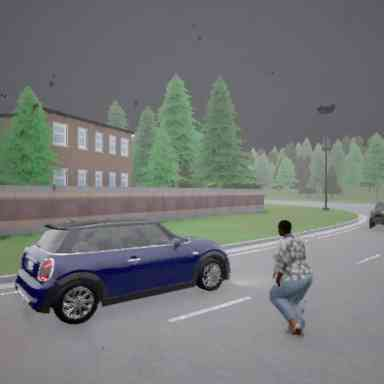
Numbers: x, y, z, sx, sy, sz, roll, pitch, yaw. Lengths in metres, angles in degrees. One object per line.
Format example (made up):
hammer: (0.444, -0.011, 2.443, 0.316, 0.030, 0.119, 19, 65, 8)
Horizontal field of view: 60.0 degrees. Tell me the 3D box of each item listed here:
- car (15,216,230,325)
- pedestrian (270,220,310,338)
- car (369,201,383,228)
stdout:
car: (-1.282, 1.354, 7.402, 4.553, 1.767, 2.097, 0, 0, -38)
pedestrian: (1.528, 1.294, 5.206, 0.375, 1.860, 0.375, 0, 0, -38)
car: (13.026, 1.352, 21.540, 2.097, 1.767, 4.553, 0, 0, 39)
